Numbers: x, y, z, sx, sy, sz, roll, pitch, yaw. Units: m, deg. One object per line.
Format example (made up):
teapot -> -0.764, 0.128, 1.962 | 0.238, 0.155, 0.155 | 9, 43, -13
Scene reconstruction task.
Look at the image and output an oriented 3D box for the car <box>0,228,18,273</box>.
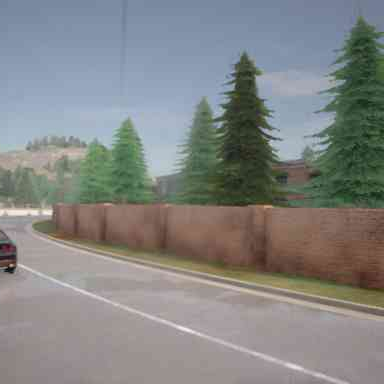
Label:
car -> -7.665, 1.954, 11.720 | 1.837, 1.490, 4.892 | 5, -5, -43
